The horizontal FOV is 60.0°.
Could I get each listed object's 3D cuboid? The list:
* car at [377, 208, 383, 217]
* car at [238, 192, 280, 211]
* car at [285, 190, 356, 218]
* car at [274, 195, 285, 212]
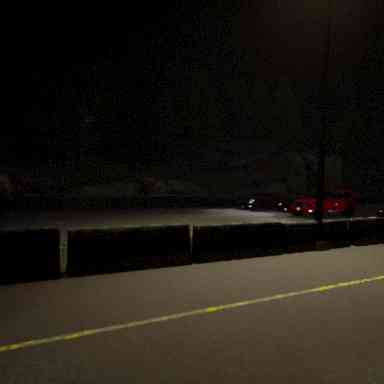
[{"bbox_3d":[16.316,1.345,25.006,5.357,1.411,2.033,0,2,-29],"label":"car"},{"bbox_3d":[6.639,0.804,31.622,4.553,1.767,2.097,0,2,-29],"label":"car"},{"bbox_3d":[10.173,0.888,25.579,5.566,2.045,2.150,0,2,-29],"label":"car"},{"bbox_3d":[9.927,1.170,29.459,4.718,1.301,1.895,0,2,-29],"label":"car"}]
